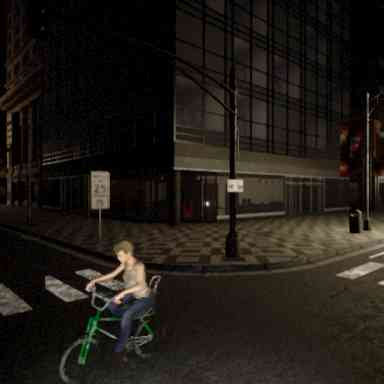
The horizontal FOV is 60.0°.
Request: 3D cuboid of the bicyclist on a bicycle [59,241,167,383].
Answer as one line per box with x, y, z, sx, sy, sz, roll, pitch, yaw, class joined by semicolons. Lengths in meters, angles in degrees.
-0.922;1.429;4.198;1.509;1.612;0.866;0;0;-41;bicyclist on a bicycle
